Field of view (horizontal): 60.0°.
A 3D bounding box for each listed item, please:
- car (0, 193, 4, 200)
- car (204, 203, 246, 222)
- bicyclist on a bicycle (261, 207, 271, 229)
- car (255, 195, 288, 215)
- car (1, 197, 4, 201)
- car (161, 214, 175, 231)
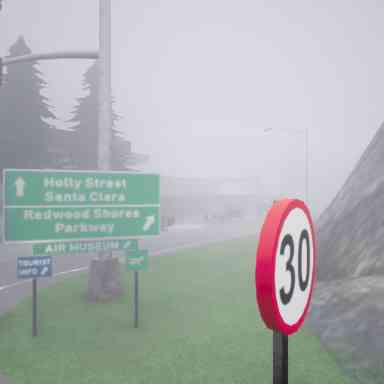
[{"bbox_3d":[-38.345,1.489,70.143,4.514,1.523,2.007,0,0,35],"label":"car"},{"bbox_3d":[2.871,1.683,28.321,2.128,1.511,4.902,0,0,36],"label":"car"},{"bbox_3d":[4.641,1.643,18.728,1.656,1.620,0.582,0,0,36],"label":"bicyclist on a bicycle"},{"bbox_3d":[8.995,1.413,36.662,2.150,2.045,5.566,0,0,36],"label":"car"},{"bbox_3d":[-12.297,1.505,26.109,1.905,1.878,3.866,0,0,35],"label":"car"},{"bbox_3d":[-3.176,1.792,20.067,1.895,1.301,4.718,0,0,36],"label":"car"}]
